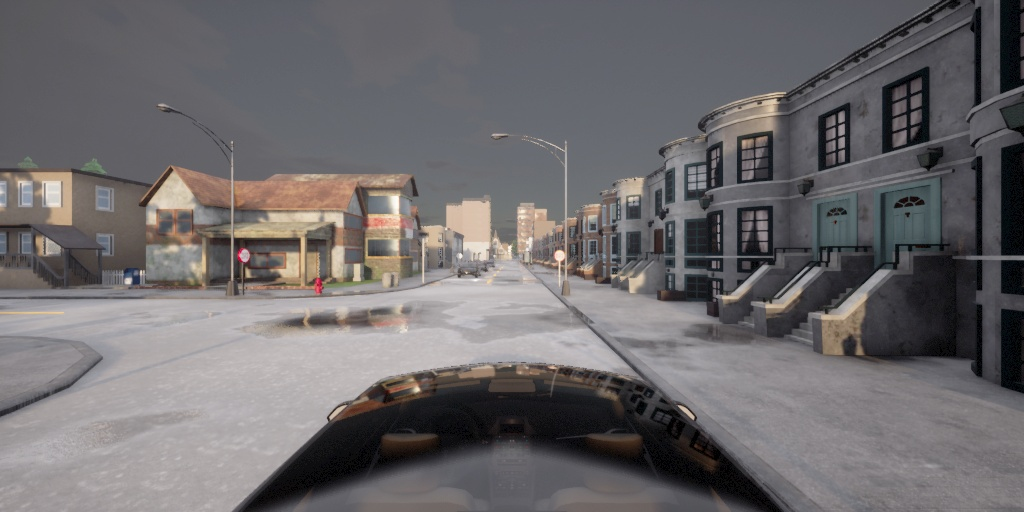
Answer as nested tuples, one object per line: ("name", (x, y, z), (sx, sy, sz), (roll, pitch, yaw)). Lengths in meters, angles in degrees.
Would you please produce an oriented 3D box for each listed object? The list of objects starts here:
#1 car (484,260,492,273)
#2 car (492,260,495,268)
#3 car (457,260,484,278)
("car", (-3.975, 1.241, 44.585), (2.128, 1.511, 4.902), (0, 0, 0))
("car", (-3.845, 1.297, 60.333), (2.033, 1.411, 5.357), (0, 0, 0))
("car", (-4.015, 1.255, 34.195), (1.837, 1.490, 4.892), (0, 0, 0))
